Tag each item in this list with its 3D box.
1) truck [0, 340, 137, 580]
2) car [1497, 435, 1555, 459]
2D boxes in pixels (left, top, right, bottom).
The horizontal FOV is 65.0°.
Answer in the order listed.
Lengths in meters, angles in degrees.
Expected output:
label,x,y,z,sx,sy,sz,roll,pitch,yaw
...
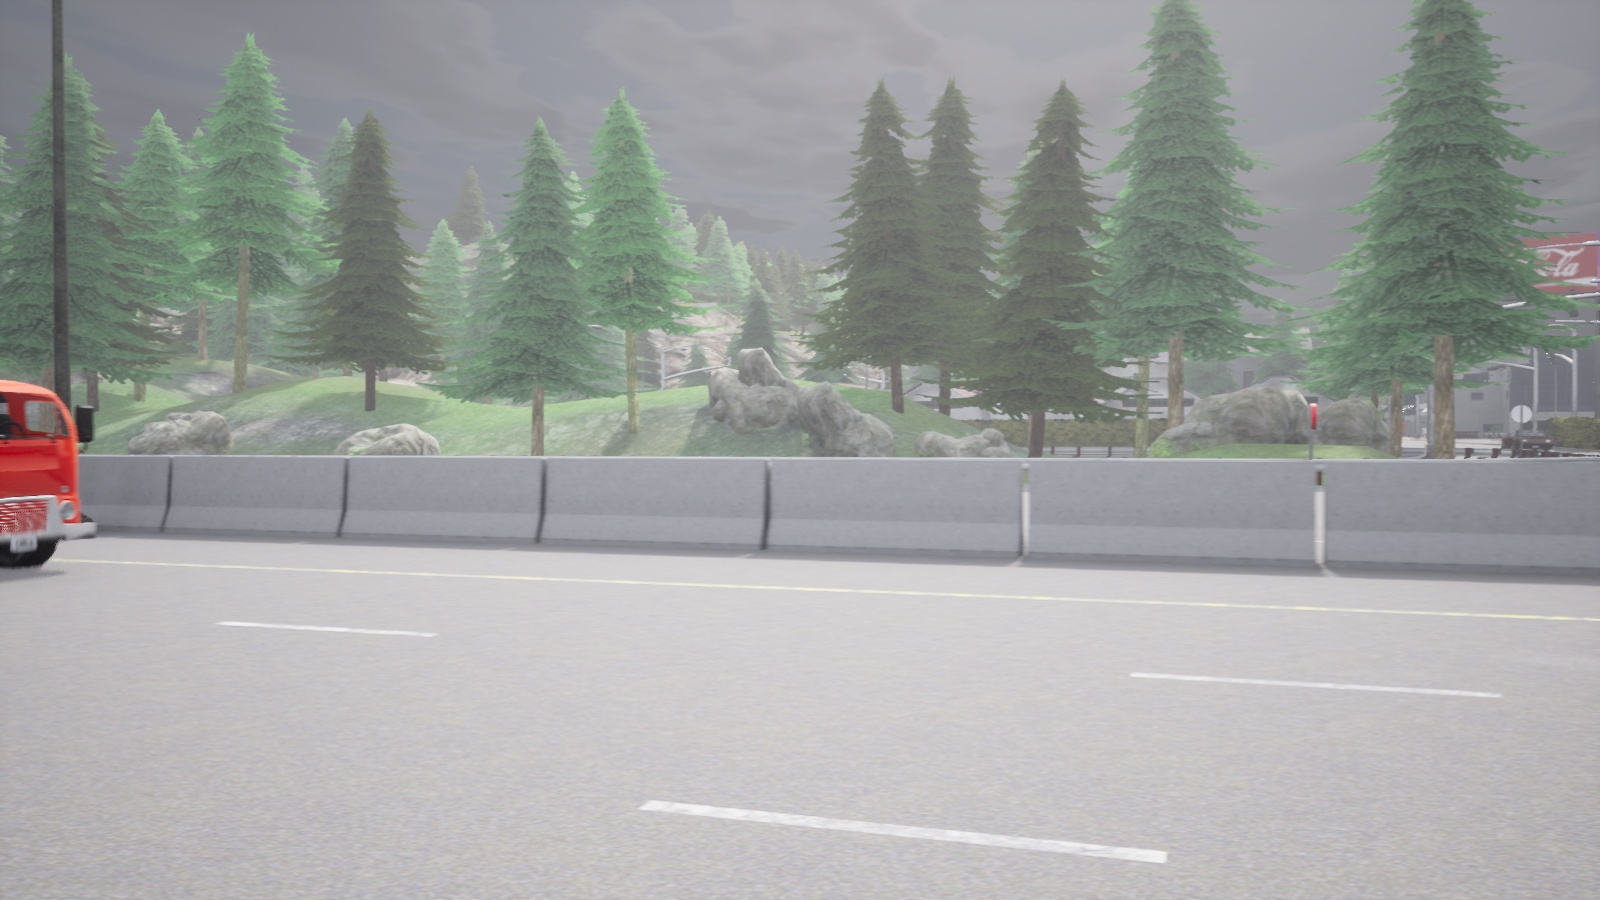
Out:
label,x,y,z,sx,sy,sz,roll,pitch,yaw
truck,-10.571,0.073,14.129,5.204,2.467,2.627,1,1,19
car,41.896,-0.189,72.569,1.895,1.301,4.718,2,1,18
